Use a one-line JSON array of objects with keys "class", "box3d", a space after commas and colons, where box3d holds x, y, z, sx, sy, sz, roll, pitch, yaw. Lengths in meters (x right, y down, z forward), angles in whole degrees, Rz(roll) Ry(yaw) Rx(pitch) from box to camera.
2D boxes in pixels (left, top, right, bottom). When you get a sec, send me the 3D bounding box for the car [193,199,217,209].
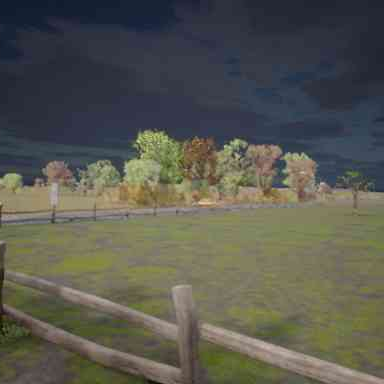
[{"class": "car", "box3d": [2.028, 1.841, 51.366, 1.882, 1.535, 5.008, 2, 0, 36]}]
